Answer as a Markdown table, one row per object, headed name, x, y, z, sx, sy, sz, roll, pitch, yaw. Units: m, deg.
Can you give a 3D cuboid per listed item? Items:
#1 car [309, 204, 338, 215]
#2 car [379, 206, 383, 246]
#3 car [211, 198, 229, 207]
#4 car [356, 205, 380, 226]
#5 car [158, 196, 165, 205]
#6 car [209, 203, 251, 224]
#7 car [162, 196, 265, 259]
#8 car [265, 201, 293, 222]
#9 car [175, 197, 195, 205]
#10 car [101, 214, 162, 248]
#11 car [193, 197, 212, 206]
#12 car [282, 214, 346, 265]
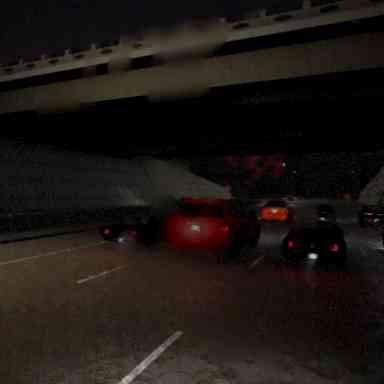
| name | x | y | z | sx | sy | sz | roll | pitch | yaw |
| --- | --- | --- | --- | --- | --- | --- | --- | --- | --- |
| car | 10.553 | 1.752 | 26.781 | 1.837 | 1.490 | 4.892 | 1 | 0 | 23 |
| car | 8.042 | 1.510 | 11.469 | 2.097 | 1.767 | 4.553 | 1 | 0 | 23 |
| car | 4.999 | 1.794 | 59.479 | 1.812 | 1.442 | 4.674 | 1 | 0 | 23 |
| car | 13.779 | 1.782 | 25.427 | 2.128 | 1.511 | 4.902 | 1 | 0 | 23 |
| car | -4.689 | 1.488 | 63.465 | 2.097 | 1.767 | 4.553 | 1 | 0 | 23 |
| car | 3.237 | 1.686 | 27.452 | 2.033 | 1.411 | 5.357 | 1 | 0 | 22 |
| car | 1.166 | 1.284 | 13.182 | 2.150 | 2.045 | 5.566 | 1 | 0 | 23 |
| car | 7.275 | 1.552 | 28.008 | 2.097 | 1.767 | 4.553 | 1 | 0 | 23 |
| car | -1.234 | 1.689 | 62.670 | 1.837 | 1.490 | 4.892 | 1 | 0 | 23 |
| car | -1.876 | 1.622 | 14.984 | 1.895 | 1.301 | 4.718 | 1 | 0 | 23 |
| car | 2.056 | 1.735 | 61.483 | 1.837 | 1.490 | 4.892 | 1 | 0 | 23 |
| car | 4.596 | 1.711 | 12.320 | 1.895 | 1.301 | 4.718 | 1 | 0 | 23 |
